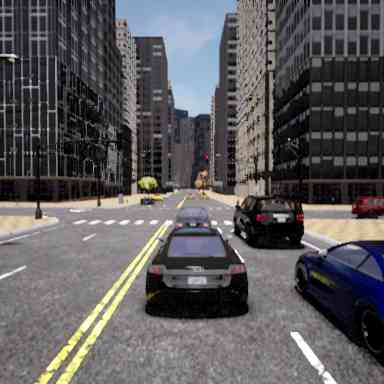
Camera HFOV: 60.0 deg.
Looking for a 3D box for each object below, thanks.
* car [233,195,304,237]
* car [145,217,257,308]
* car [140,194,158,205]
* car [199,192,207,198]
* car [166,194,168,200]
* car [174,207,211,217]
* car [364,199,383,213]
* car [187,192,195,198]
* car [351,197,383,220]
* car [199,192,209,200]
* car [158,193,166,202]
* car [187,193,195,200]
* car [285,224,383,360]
[{"bbox_3d":[3.319,1.147,15.339,2.150,2.045,5.566,0,0,-2],"label":"car"},{"bbox_3d":[0.074,1.526,7.892,1.994,1.385,4.181,0,0,-1],"label":"car"},{"bbox_3d":[-6.773,1.307,50.932,1.994,1.385,4.181,0,0,0],"label":"car"},{"bbox_3d":[2.918,0.859,89.173,1.837,1.490,4.892,0,0,0],"label":"car"},{"bbox_3d":[-6.802,1.090,81.065,1.812,1.442,4.674,0,0,0],"label":"car"},{"bbox_3d":[0.037,1.464,17.113,2.033,1.411,5.357,0,0,0],"label":"car"},{"bbox_3d":[21.676,1.487,36.325,4.829,1.417,1.752,1,1,1],"label":"car"},{"bbox_3d":[-0.332,0.884,89.162,2.128,1.511,4.902,0,0,0],"label":"car"},{"bbox_3d":[16.098,1.399,28.017,5.009,1.841,2.192,1,1,1],"label":"car"},{"bbox_3d":[2.958,1.057,78.757,1.882,1.535,5.008,0,0,0],"label":"car"},{"bbox_3d":[-6.766,1.137,66.074,1.882,1.535,5.008,0,0,0],"label":"car"},{"bbox_3d":[-0.292,1.057,78.745,1.882,1.535,5.008,0,0,0],"label":"car"},{"bbox_3d":[3.339,1.535,5.920,1.994,1.385,4.181,0,0,-1],"label":"car"}]
